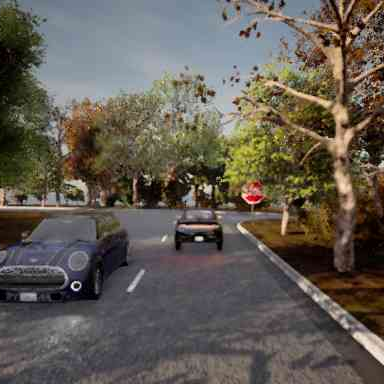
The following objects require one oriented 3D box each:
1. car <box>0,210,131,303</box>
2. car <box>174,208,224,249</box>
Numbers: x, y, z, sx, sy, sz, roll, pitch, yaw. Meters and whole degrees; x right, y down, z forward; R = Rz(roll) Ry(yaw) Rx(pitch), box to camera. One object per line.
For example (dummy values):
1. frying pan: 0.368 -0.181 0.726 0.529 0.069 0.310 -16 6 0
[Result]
1. car: -2.961 1.325 8.353 2.097 1.767 4.553 0 0 1
2. car: 0.283 1.432 14.166 2.128 1.511 4.902 0 0 1
